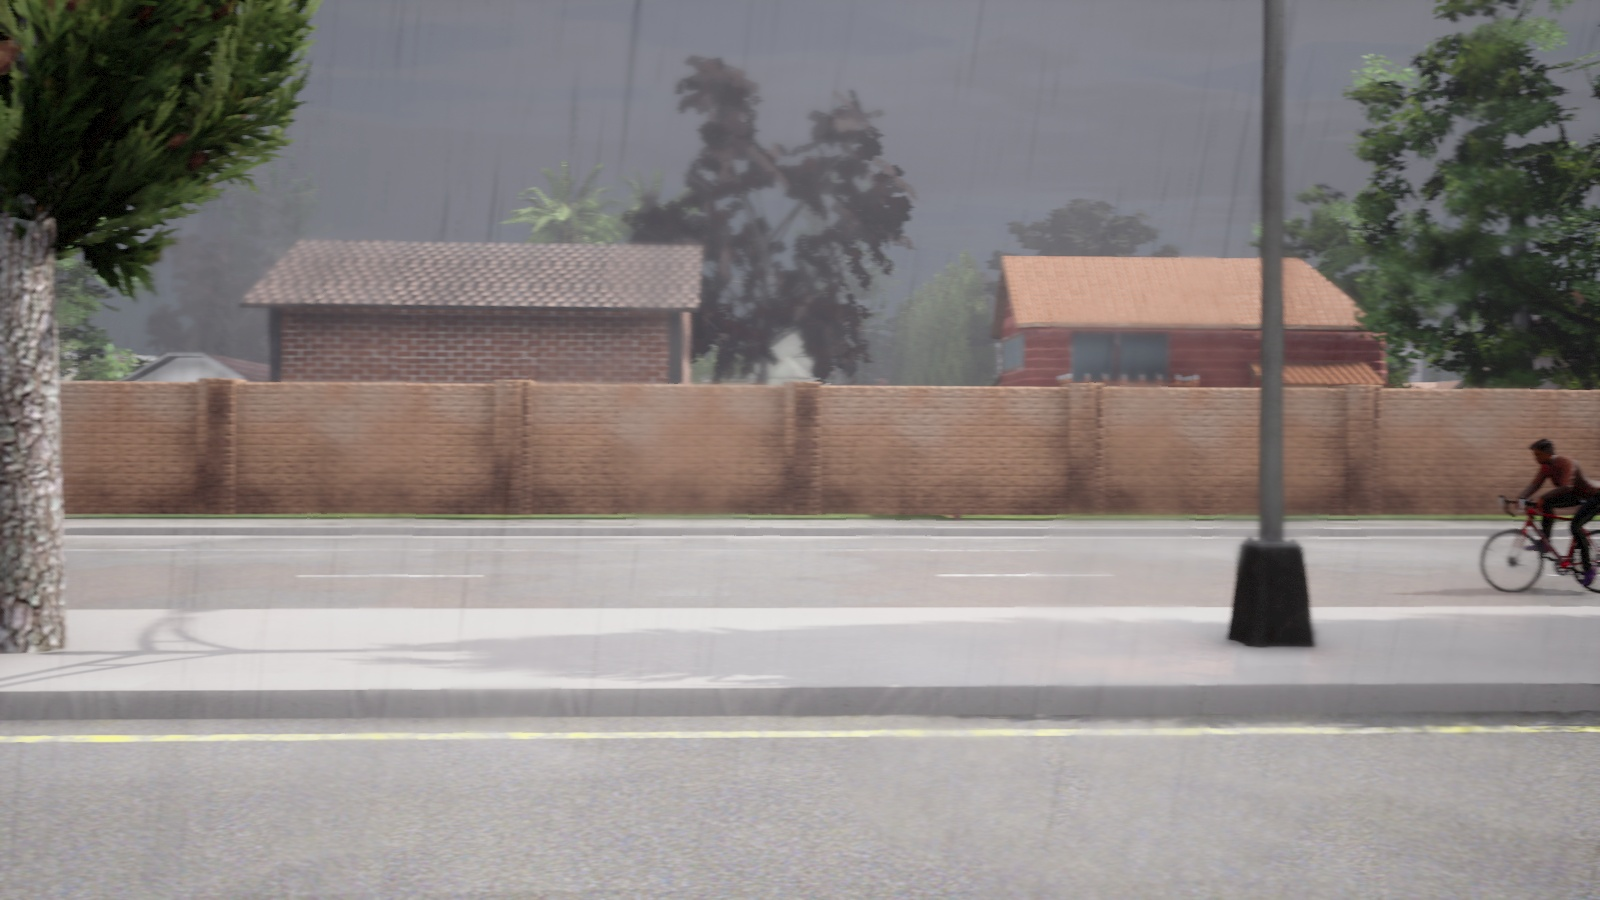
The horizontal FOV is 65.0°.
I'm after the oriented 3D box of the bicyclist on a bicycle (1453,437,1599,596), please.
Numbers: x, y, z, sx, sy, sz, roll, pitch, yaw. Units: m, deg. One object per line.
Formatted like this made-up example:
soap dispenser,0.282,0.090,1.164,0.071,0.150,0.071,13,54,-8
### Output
bicyclist on a bicycle,7.815,0.674,13.162,1.656,1.620,0.582,0,0,-3
